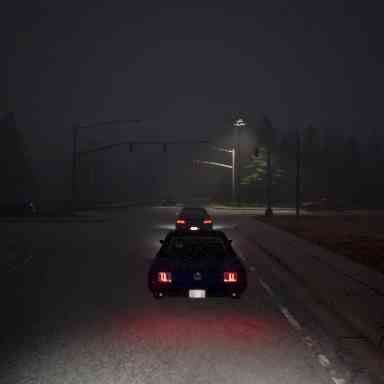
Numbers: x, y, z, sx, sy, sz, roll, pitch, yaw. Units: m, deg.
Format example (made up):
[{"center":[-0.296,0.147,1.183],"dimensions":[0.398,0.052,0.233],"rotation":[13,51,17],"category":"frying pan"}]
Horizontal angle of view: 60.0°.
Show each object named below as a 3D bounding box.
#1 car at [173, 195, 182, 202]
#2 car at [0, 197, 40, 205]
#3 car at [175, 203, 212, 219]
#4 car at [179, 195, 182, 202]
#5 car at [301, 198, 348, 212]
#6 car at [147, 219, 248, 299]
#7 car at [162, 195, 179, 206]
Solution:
[{"center":[-3.352,1.473,76.722],"dimensions":[1.812,1.442,4.674],"rotation":[0,0,1],"category":"car"},{"center":[-18.332,1.363,35.076],"dimensions":[4.553,1.767,2.097],"rotation":[0,0,1],"category":"car"},{"center":[0.104,1.511,17.439],"dimensions":[1.812,1.442,4.674],"rotation":[0,0,0],"category":"car"},{"center":[-3.539,1.522,62.886],"dimensions":[1.994,1.385,4.181],"rotation":[0,0,0],"category":"car"},{"center":[15.162,1.473,38.165],"dimensions":[5.008,1.535,1.882],"rotation":[0,0,1],"category":"car"},{"center":[0.101,1.596,8.384],"dimensions":[1.895,1.301,4.718],"rotation":[0,0,0],"category":"car"},{"center":[-3.580,1.318,52.909],"dimensions":[2.097,1.767,4.553],"rotation":[0,0,0],"category":"car"}]
